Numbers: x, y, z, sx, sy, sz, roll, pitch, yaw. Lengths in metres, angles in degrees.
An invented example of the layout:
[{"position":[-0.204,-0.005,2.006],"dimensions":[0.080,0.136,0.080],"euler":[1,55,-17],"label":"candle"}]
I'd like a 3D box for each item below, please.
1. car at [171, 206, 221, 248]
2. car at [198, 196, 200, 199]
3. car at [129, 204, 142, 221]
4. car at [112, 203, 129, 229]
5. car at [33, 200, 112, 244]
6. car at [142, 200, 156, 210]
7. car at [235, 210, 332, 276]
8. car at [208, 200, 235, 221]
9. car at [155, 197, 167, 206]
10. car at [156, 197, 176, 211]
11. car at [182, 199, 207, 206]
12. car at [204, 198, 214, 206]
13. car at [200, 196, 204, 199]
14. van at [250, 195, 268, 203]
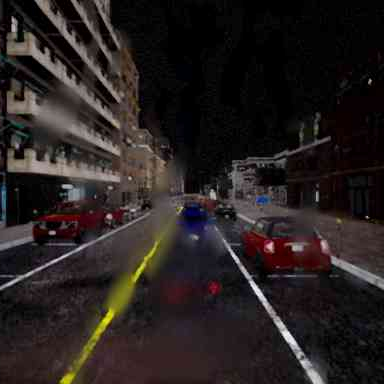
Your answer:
[{"position":[0.081,1.558,14.779],"dimensions":[1.812,1.442,4.674],"euler":[0,0,0],"label":"car"},{"position":[2.651,1.741,94.127],"dimensions":[1.967,1.590,4.097],"euler":[0,0,0],"label":"car"},{"position":[-5.705,1.614,27.477],"dimensions":[2.008,1.369,4.403],"euler":[0,0,0],"label":"car"},{"position":[-5.704,1.489,21.780],"dimensions":[1.967,1.590,4.097],"euler":[0,0,0],"label":"car"},{"position":[-5.702,1.350,16.083],"dimensions":[2.192,1.841,5.009],"euler":[0,0,0],"label":"car"},{"position":[-5.711,1.680,44.567],"dimensions":[1.947,1.339,4.313],"euler":[0,0,0],"label":"car"},{"position":[2.681,1.463,10.385],"dimensions":[1.967,1.590,4.097],"euler":[0,0,0],"label":"car"},{"position":[2.676,1.614,27.475],"dimensions":[2.008,1.369,4.403],"euler":[0,0,0],"label":"car"},{"position":[-5.718,1.698,61.486],"dimensions":[1.752,1.417,4.829],"euler":[0,0,0],"label":"car"},{"position":[-3.106,1.710,43.108],"dimensions":[1.895,1.301,4.718],"euler":[0,0,0],"label":"car"},{"position":[0.075,1.635,30.087],"dimensions":[1.994,1.385,4.181],"euler":[0,0,0],"label":"car"},{"position":[2.671,1.641,38.867],"dimensions":[1.887,1.381,4.507],"euler":[0,0,0],"label":"car"},{"position":[2.667,1.677,50.261],"dimensions":[1.887,1.381,4.507],"euler":[0,0,0],"label":"car"},{"position":[14.633,1.620,72.426],"dimensions":[3.998,1.788,1.690],"euler":[0,0,0],"label":"van"}]
